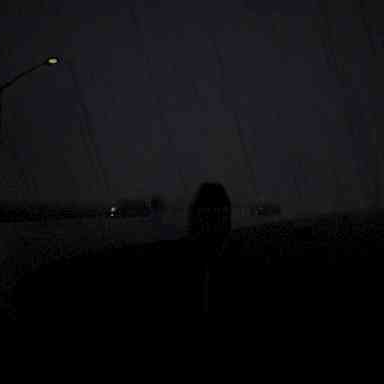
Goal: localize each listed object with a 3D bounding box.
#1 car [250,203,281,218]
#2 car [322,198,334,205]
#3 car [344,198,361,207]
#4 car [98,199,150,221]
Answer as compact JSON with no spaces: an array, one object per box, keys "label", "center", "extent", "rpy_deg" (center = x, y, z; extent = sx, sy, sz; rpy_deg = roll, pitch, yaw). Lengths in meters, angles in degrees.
[{"label":"car","center":[7.904,1.874,35.253],"extent":[2.128,1.511,4.902],"rpy_deg":[1,0,36]},{"label":"car","center":[34.048,2.370,83.359],"extent":[1.882,1.535,5.008],"rpy_deg":[1,0,36]},{"label":"car","center":[34.262,2.263,71.707],"extent":[2.097,1.767,4.553],"rpy_deg":[1,0,36]},{"label":"car","center":[-5.720,1.399,28.349],"extent":[2.097,1.767,4.553],"rpy_deg":[1,0,36]}]
